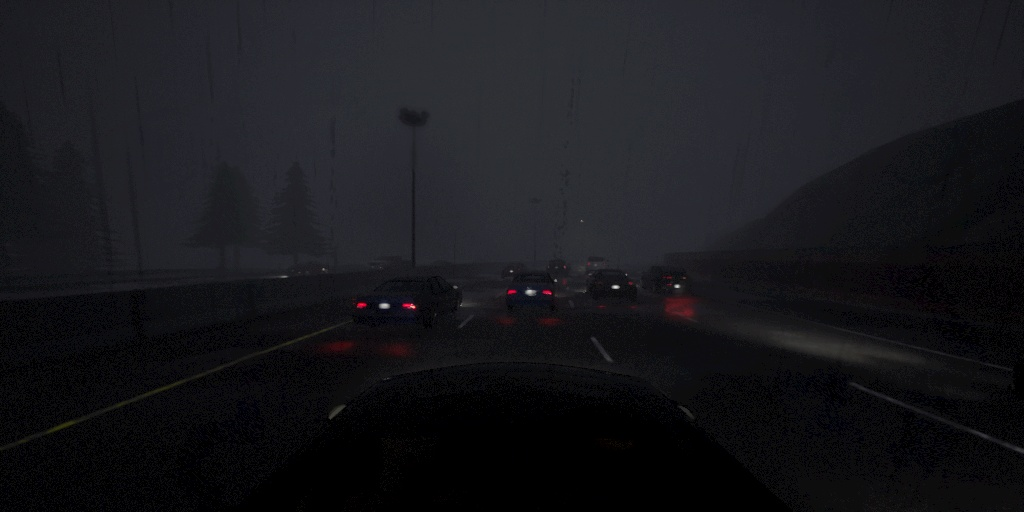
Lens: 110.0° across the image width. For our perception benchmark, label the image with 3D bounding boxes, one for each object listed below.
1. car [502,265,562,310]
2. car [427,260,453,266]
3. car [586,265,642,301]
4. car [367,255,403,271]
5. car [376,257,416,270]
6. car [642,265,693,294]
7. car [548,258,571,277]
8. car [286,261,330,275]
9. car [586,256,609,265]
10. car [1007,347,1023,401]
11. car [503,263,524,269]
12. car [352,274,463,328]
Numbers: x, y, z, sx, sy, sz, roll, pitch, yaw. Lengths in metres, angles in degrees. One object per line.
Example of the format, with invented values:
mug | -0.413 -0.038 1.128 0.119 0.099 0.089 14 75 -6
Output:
car | 0.864 1.292 14.737 2.033 1.411 5.357 0 0 6
car | -8.378 1.227 41.652 1.812 1.442 4.674 0 0 16
car | 4.753 1.318 17.581 1.994 1.385 4.181 0 0 7
car | -15.139 0.902 43.550 2.150 2.045 5.566 0 0 16
car | -12.514 1.196 39.725 1.837 1.490 4.892 0 0 15
car | 8.661 1.268 20.404 1.837 1.490 4.892 0 0 8
car | 4.700 1.095 35.653 2.097 1.767 4.553 0 0 14
car | -20.535 1.234 36.257 1.994 1.385 4.181 0 0 13
car | 9.453 0.975 39.759 2.150 2.045 5.566 0 0 17
car | 7.182 1.262 2.418 2.128 1.511 4.902 0 0 0
car | 0.414 1.296 32.908 1.994 1.385 4.181 0 0 13
car | -2.958 1.283 11.346 2.033 1.411 5.357 0 0 4
